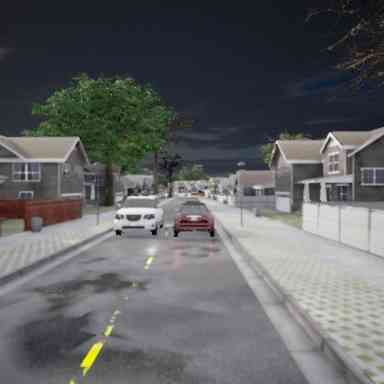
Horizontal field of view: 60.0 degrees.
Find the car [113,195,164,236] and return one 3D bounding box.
[{"bbox_3d":[-2.845,1.215,18.867,2.150,2.045,5.566,0,0,0],"label":"car"}]

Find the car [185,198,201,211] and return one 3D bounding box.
[{"bbox_3d":[0.107,1.486,40.907,1.837,1.490,4.892,0,0,0],"label":"car"}]

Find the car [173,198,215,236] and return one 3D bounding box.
[{"bbox_3d":[0.103,1.346,18.510,2.097,1.767,4.553,0,0,0],"label":"car"}]
